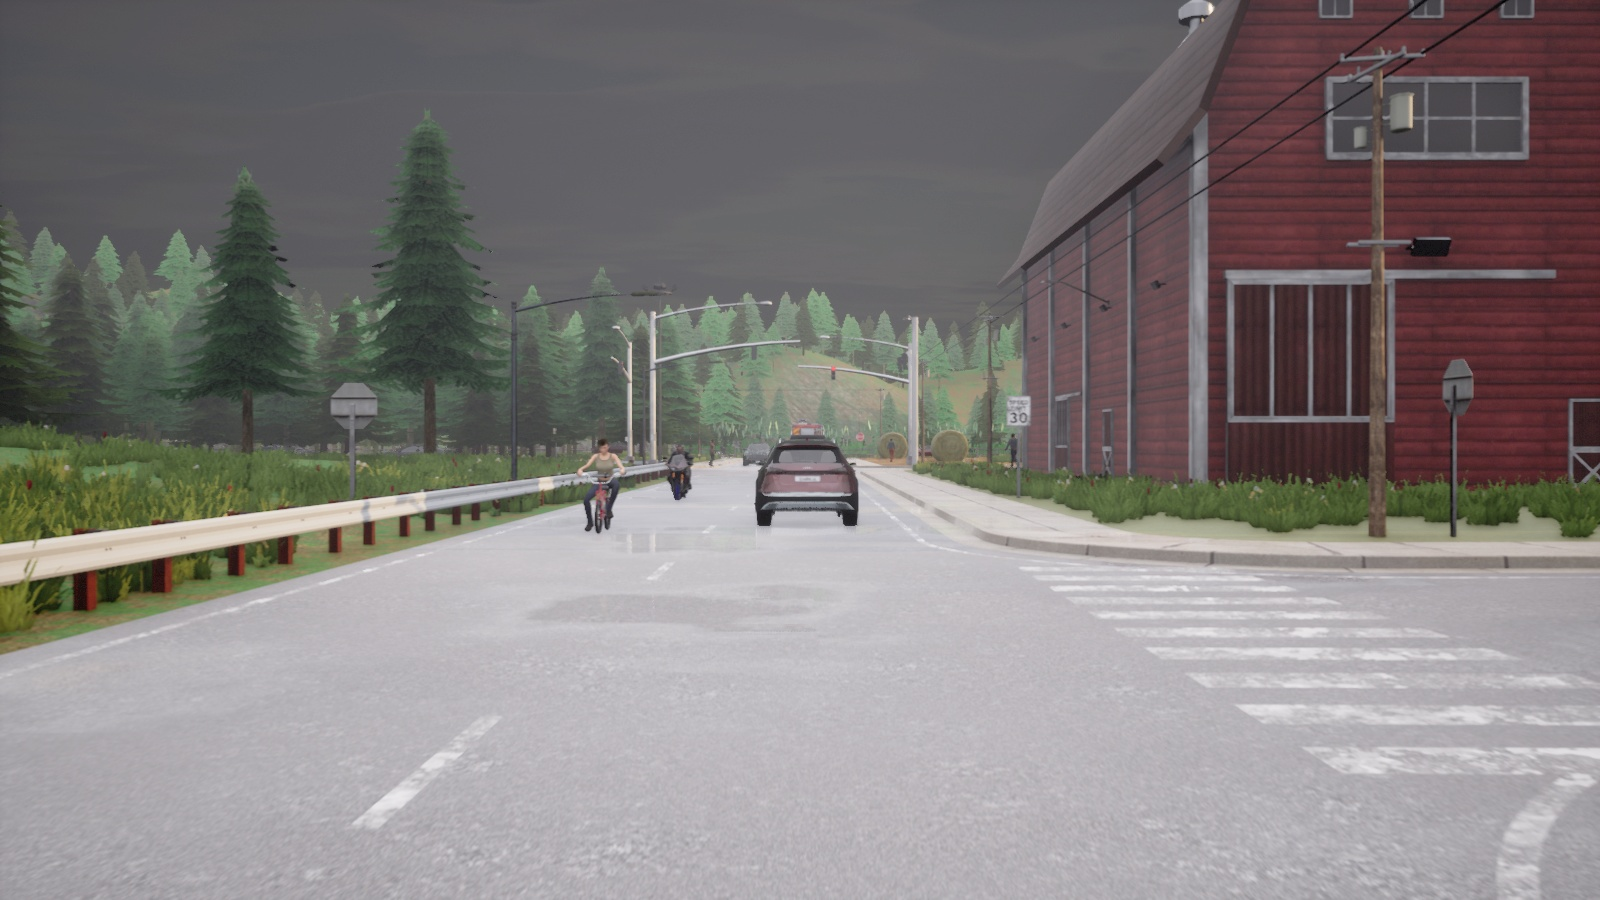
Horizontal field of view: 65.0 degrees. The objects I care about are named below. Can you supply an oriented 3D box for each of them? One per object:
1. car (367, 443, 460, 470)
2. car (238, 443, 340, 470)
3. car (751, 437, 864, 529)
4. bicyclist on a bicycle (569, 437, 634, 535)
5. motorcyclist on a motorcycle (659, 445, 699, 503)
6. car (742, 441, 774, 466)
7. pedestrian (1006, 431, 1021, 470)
[{"bbox_3d":[-22.967,0.374,74.753,5.008,1.535,1.882,0,0,-1],"label":"car"},{"bbox_3d":[-28.918,0.362,71.182,4.902,1.511,2.128,0,0,-1],"label":"car"},{"bbox_3d":[0.127,0.575,24.912,2.033,1.649,4.856,0,0,0],"label":"car"},{"bbox_3d":[-3.367,0.593,21.408,0.866,1.612,1.509,0,0,0],"label":"bicyclist on a bicycle"},{"bbox_3d":[-3.286,0.639,34.285,0.866,1.530,2.191,0,0,0],"label":"motorcyclist on a motorcycle"},{"bbox_3d":[-2.965,0.238,89.539,2.097,1.767,4.553,0,0,0],"label":"car"},{"bbox_3d":[10.842,0.009,63.804,0.423,1.949,0.788,0,0,-19],"label":"pedestrian"}]
